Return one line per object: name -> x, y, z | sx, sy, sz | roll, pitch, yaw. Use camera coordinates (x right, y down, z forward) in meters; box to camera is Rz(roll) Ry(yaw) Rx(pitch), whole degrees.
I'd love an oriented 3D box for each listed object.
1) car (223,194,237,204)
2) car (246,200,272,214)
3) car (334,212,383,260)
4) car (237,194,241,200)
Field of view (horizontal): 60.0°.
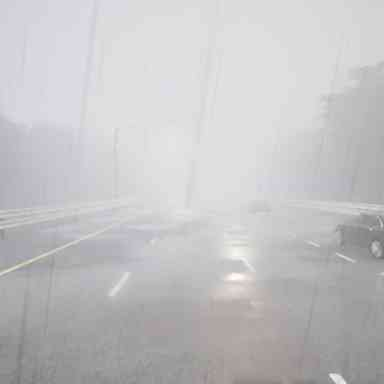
car -> 7.169, 1.331, 65.138 | 2.097, 1.767, 4.553 | 0, 0, 3
car -> 7.001, 1.537, 35.074 | 2.033, 1.411, 5.357 | 0, 0, 0
car -> 7.001, 1.503, 12.370 | 1.837, 1.490, 4.892 | 0, 0, 0
car -> 11.508, 1.326, 88.655 | 2.097, 1.767, 4.553 | 0, 0, 21
